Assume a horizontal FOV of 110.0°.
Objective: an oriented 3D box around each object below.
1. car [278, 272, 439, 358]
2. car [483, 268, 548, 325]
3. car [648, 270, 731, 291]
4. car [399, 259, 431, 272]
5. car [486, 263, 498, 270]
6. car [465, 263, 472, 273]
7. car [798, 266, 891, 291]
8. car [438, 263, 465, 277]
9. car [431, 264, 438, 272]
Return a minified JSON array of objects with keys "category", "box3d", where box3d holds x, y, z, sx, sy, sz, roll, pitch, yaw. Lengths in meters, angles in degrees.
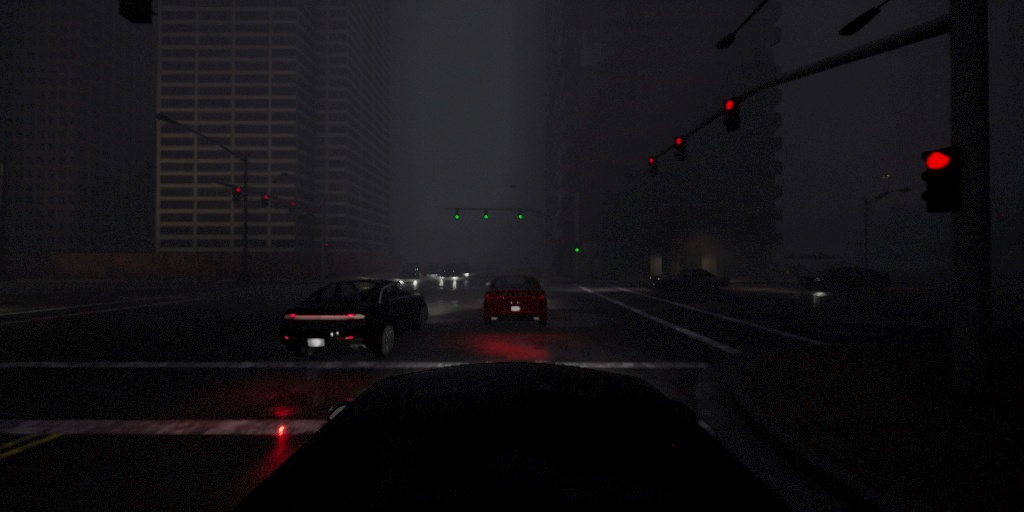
[{"category":"car","box3d":[-3.407,1.309,8.666,2.128,1.511,4.902,0,0,0]},{"category":"car","box3d":[0.095,1.328,12.254,1.882,1.535,5.008,0,-1,0]},{"category":"car","box3d":[11.575,1.560,23.650,4.718,1.301,1.895,0,-1,2]},{"category":"car","box3d":[-10.607,1.452,38.766,2.097,1.767,4.553,0,-1,0]},{"category":"car","box3d":[-3.520,1.908,64.455,1.994,1.385,4.181,0,-1,0]},{"category":"car","box3d":[-7.065,1.739,52.918,1.837,1.490,4.892,0,-1,1]},{"category":"car","box3d":[21.700,1.437,23.529,5.008,1.535,1.882,0,-1,1]},{"category":"car","box3d":[-7.105,1.642,42.649,1.837,1.490,4.892,0,-1,0]},{"category":"car","box3d":[-10.583,1.744,48.963,2.033,1.411,5.357,0,-1,0]}]
